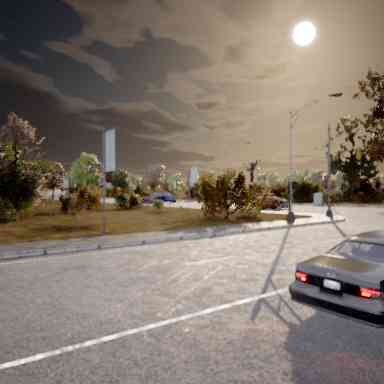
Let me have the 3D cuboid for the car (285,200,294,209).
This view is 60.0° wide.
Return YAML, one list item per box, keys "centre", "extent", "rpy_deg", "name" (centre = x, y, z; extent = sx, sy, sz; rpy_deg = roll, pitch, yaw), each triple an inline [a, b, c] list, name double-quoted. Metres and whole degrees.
- centre: [9.988, 1.269, 40.400]
  extent: [2.128, 1.511, 4.902]
  rpy_deg: [-1, 0, -39]
  name: "car"

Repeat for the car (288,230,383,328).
- centre: [4.273, 1.519, 6.830]
  extent: [5.357, 1.411, 2.033]
  rpy_deg: [0, 0, -36]
  name: "car"

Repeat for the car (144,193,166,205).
- centre: [-6.783, 1.380, 55.570]
  extent: [1.994, 1.385, 4.181]
  rpy_deg: [-1, 0, -39]
  name: "car"

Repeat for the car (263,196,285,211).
- centre: [7.363, 1.027, 38.075]
  extent: [2.150, 2.045, 5.566]
  rpy_deg: [-1, 0, -39]
  name: "car"

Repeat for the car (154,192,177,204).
- centre: [-4.961, 1.012, 58.888]
  extent: [2.150, 2.045, 5.566]
  rpy_deg: [-1, 0, -39]
  name: "car"
